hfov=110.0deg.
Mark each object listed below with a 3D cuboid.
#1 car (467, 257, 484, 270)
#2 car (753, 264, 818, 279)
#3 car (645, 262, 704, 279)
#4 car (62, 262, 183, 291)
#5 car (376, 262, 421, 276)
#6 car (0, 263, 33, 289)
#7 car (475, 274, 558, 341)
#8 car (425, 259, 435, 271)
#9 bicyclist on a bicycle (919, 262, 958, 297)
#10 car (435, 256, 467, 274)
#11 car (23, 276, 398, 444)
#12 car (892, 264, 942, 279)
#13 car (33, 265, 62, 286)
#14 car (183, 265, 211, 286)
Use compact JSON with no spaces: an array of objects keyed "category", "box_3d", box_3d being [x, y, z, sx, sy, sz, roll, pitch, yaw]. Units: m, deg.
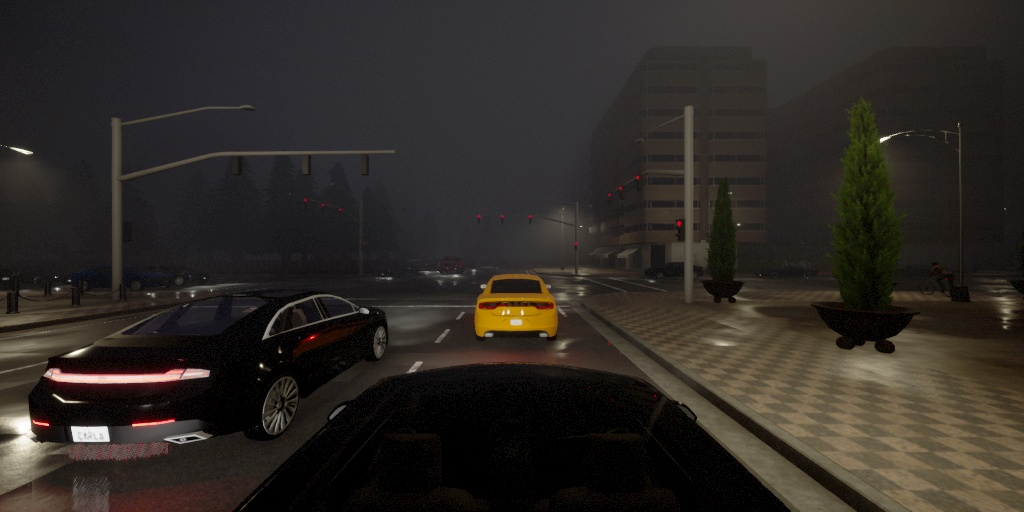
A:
[{"category":"car","box_3d":[-6.066,1.253,54.564,1.837,1.490,4.892,0,0,9]},{"category":"car","box_3d":[24.726,1.406,32.545,4.718,1.301,1.895,0,0,0]},{"category":"car","box_3d":[14.649,1.283,32.520,5.008,1.535,1.882,0,0,0]},{"category":"car","box_3d":[-23.432,1.283,21.721,5.008,1.535,1.882,0,0,0]},{"category":"car","box_3d":[-11.431,1.321,36.482,2.033,1.411,5.357,0,1,18]},{"category":"car","box_3d":[-33.367,1.027,21.697,5.566,2.045,2.150,0,0,0]},{"category":"car","box_3d":[0.107,1.228,9.936,1.882,1.535,5.008,0,0,0]},{"category":"car","box_3d":[-10.098,1.101,48.350,2.097,1.767,4.553,0,0,4]},{"category":"bicyclist on a bicycle","box_3d":[20.288,1.106,17.051,0.582,1.620,1.656,0,0,0]},{"category":"car","box_3d":[-6.898,0.973,41.209,2.150,2.045,5.566,0,0,1]},{"category":"car","box_3d":[-3.423,1.242,5.354,2.128,1.511,4.902,0,0,1]},{"category":"car","box_3d":[35.804,1.406,32.563,4.718,1.301,1.895,0,0,0]},{"category":"car","box_3d":[-33.757,1.353,25.194,5.357,1.411,2.033,0,0,0]},{"category":"car","box_3d":[-24.015,1.310,25.231,4.892,1.490,1.837,0,0,1]}]
